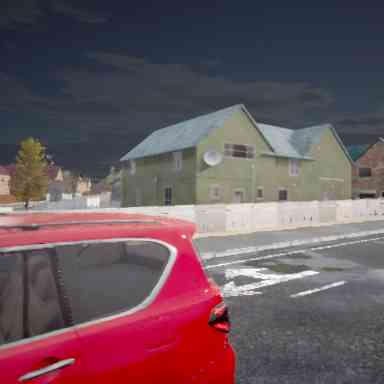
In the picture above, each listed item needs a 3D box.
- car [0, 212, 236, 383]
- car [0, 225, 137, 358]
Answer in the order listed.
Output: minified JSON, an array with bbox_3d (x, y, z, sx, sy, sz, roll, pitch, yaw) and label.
[{"bbox_3d":[-2.230,1.224,2.084,5.566,2.045,2.150,0,0,-35],"label":"car"},{"bbox_3d":[-3.548,1.491,5.130,4.902,1.511,2.128,0,0,-35],"label":"car"}]
